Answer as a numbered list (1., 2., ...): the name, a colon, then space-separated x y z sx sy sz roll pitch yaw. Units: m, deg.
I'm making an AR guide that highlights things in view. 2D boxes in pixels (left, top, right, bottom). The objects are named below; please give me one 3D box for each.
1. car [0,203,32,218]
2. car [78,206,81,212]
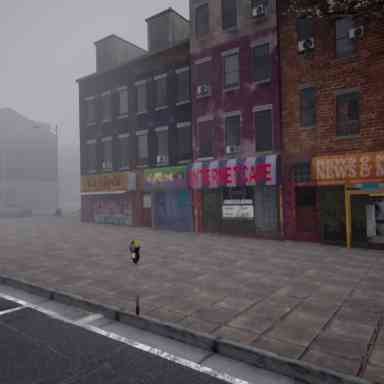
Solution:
1. car: -16.226 1.631 28.949 1.994 1.385 4.181 -2 -1 36
2. car: -10.125 1.609 37.433 2.033 1.411 5.357 -2 -1 35
